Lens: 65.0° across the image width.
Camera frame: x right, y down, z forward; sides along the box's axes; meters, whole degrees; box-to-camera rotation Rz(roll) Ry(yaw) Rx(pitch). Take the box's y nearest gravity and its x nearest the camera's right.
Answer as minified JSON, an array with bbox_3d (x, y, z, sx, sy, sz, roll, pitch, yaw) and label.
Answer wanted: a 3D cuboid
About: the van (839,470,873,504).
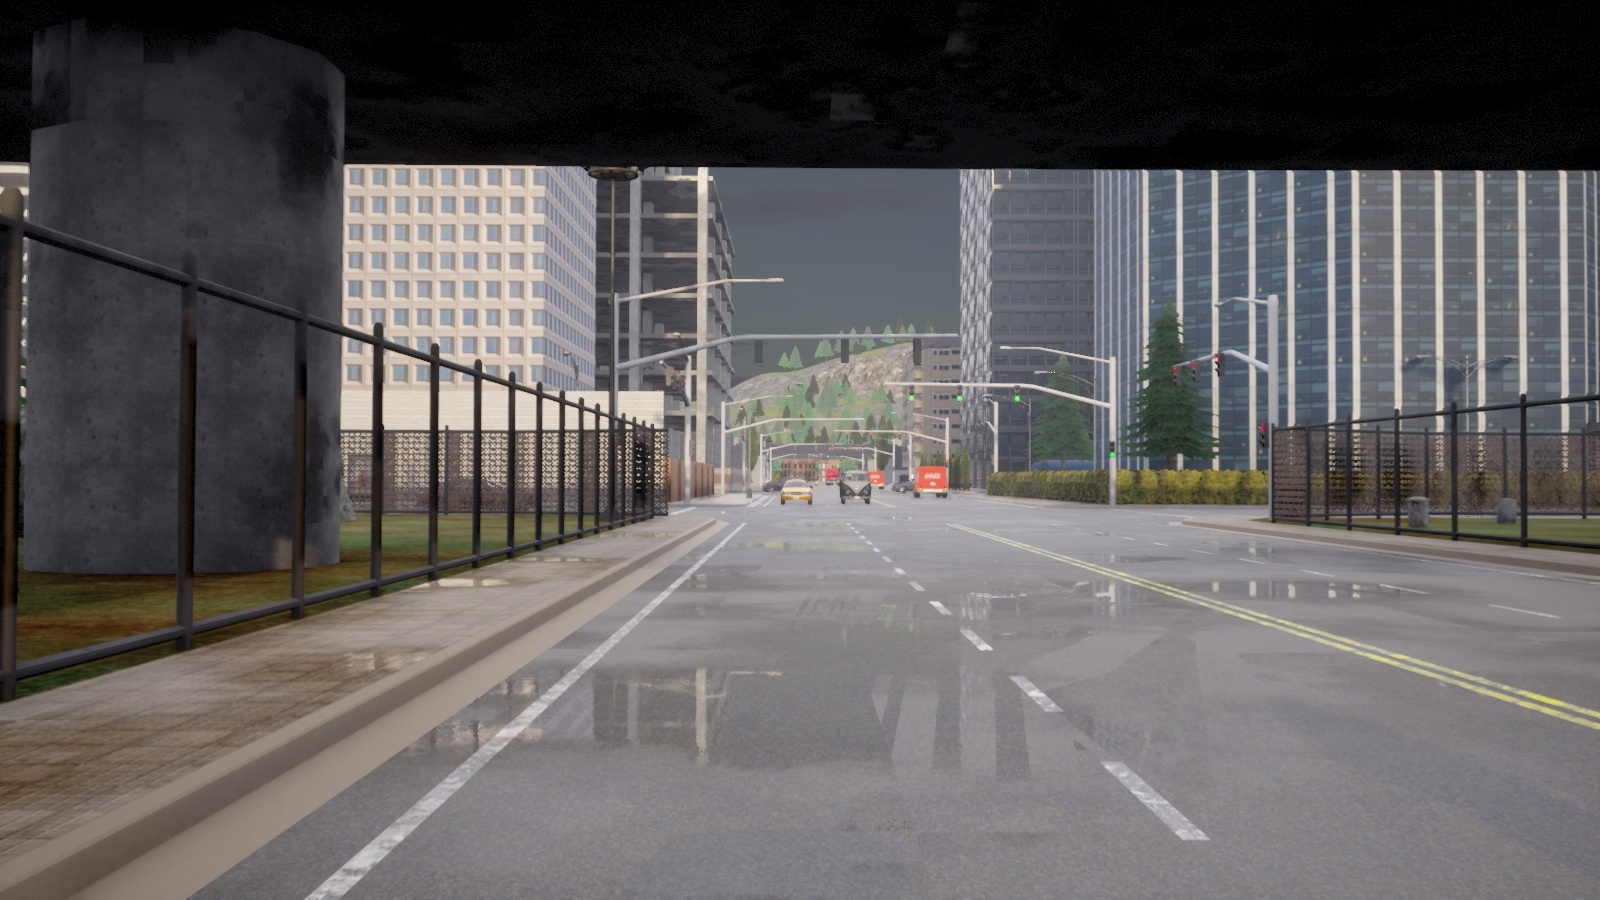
[{"bbox_3d":[3.311,2.200,75.096,1.775,1.987,4.442,0,-1,0],"label":"van"}]

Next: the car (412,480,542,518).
[{"bbox_3d":[-12.724,1.928,49.677,4.674,1.442,1.812,0,-1,0],"label":"car"}]

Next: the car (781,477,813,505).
[{"bbox_3d":[-0.185,2.368,73.598,1.801,1.575,5.366,0,-1,0],"label":"car"}]
